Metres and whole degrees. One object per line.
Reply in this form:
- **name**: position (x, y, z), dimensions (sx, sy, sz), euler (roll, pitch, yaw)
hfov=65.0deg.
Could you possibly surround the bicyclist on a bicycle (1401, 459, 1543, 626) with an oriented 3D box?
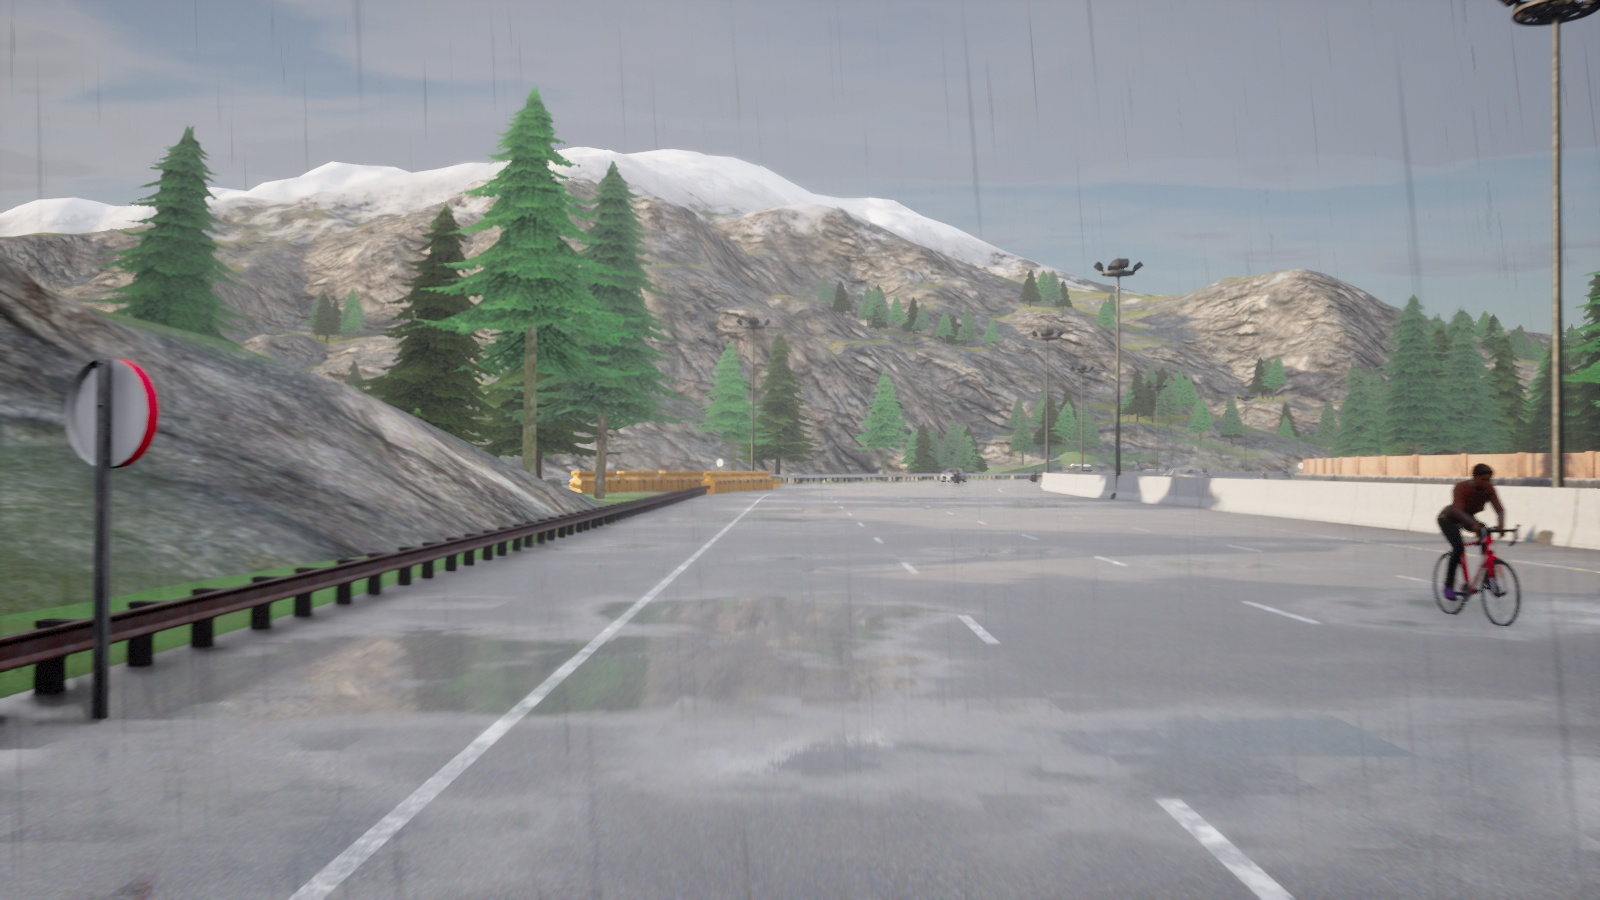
- **bicyclist on a bicycle**: position (6.969, 0.911, 13.104), dimensions (0.582, 1.620, 1.656), euler (0, 0, 0)

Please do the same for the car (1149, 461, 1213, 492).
- **car**: position (20.966, 1.437, 69.345), dimensions (2.152, 1.651, 5.027), euler (0, -1, 2)

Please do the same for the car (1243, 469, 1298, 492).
- **car**: position (28.330, 1.815, 75.740), dimensions (1.895, 1.301, 4.718), euler (0, -1, 5)
